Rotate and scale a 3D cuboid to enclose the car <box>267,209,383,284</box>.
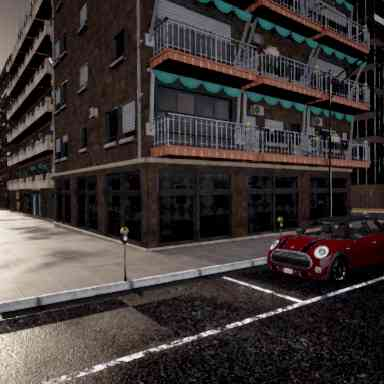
[{"bbox_3d":[4.009,1.438,9.450,4.097,1.590,1.967,0,-1,-36],"label":"car"}]
